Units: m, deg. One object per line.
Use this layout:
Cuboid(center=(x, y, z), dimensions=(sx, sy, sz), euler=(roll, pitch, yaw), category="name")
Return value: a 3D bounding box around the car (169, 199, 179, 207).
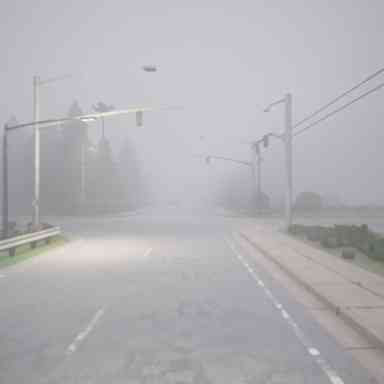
Cuboid(center=(-3.514, 2.164, 67.020), dimensions=(2.033, 1.411, 5.357), euler=(0, 0, 0), category="car")
